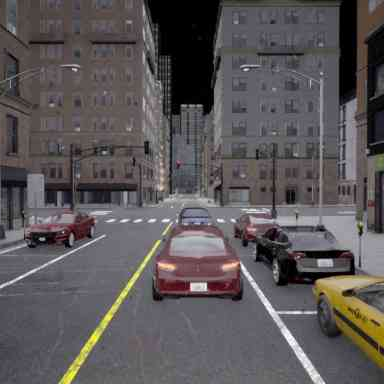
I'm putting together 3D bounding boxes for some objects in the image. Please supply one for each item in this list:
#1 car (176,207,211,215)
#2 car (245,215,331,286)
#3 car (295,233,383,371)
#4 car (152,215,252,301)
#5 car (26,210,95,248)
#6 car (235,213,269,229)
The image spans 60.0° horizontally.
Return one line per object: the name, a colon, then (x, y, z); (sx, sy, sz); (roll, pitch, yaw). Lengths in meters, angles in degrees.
car: (0.141, 1.542, 18.231); (2.033, 1.411, 5.357); (0, 0, -3)
car: (2.871, 1.563, 9.241); (1.947, 1.339, 4.313); (-1, 0, 0)
car: (2.868, 1.524, 3.825); (1.752, 1.417, 4.829); (-1, 0, 0)
car: (0.103, 1.524, 8.210); (1.812, 1.442, 4.674); (0, 0, 0)
car: (-5.671, 1.540, 14.828); (1.887, 1.381, 4.507); (-1, 0, 0)
car: (2.874, 1.578, 14.827); (1.802, 1.307, 4.206); (-1, 0, 0)
